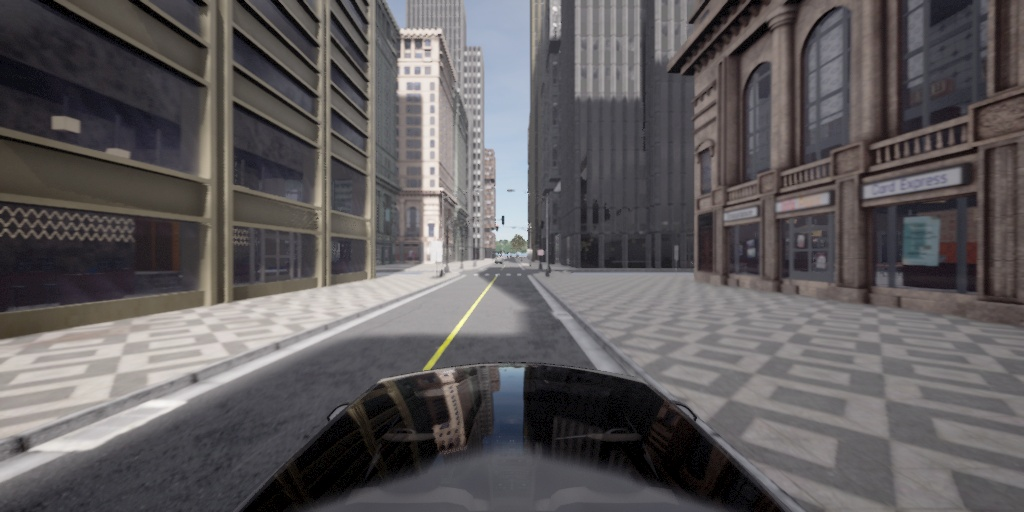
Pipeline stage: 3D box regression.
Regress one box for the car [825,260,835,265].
[{"bbox_3d":[41.273,1.196,45.370,4.674,1.442,1.812,0,0,1],"label":"car"}]
